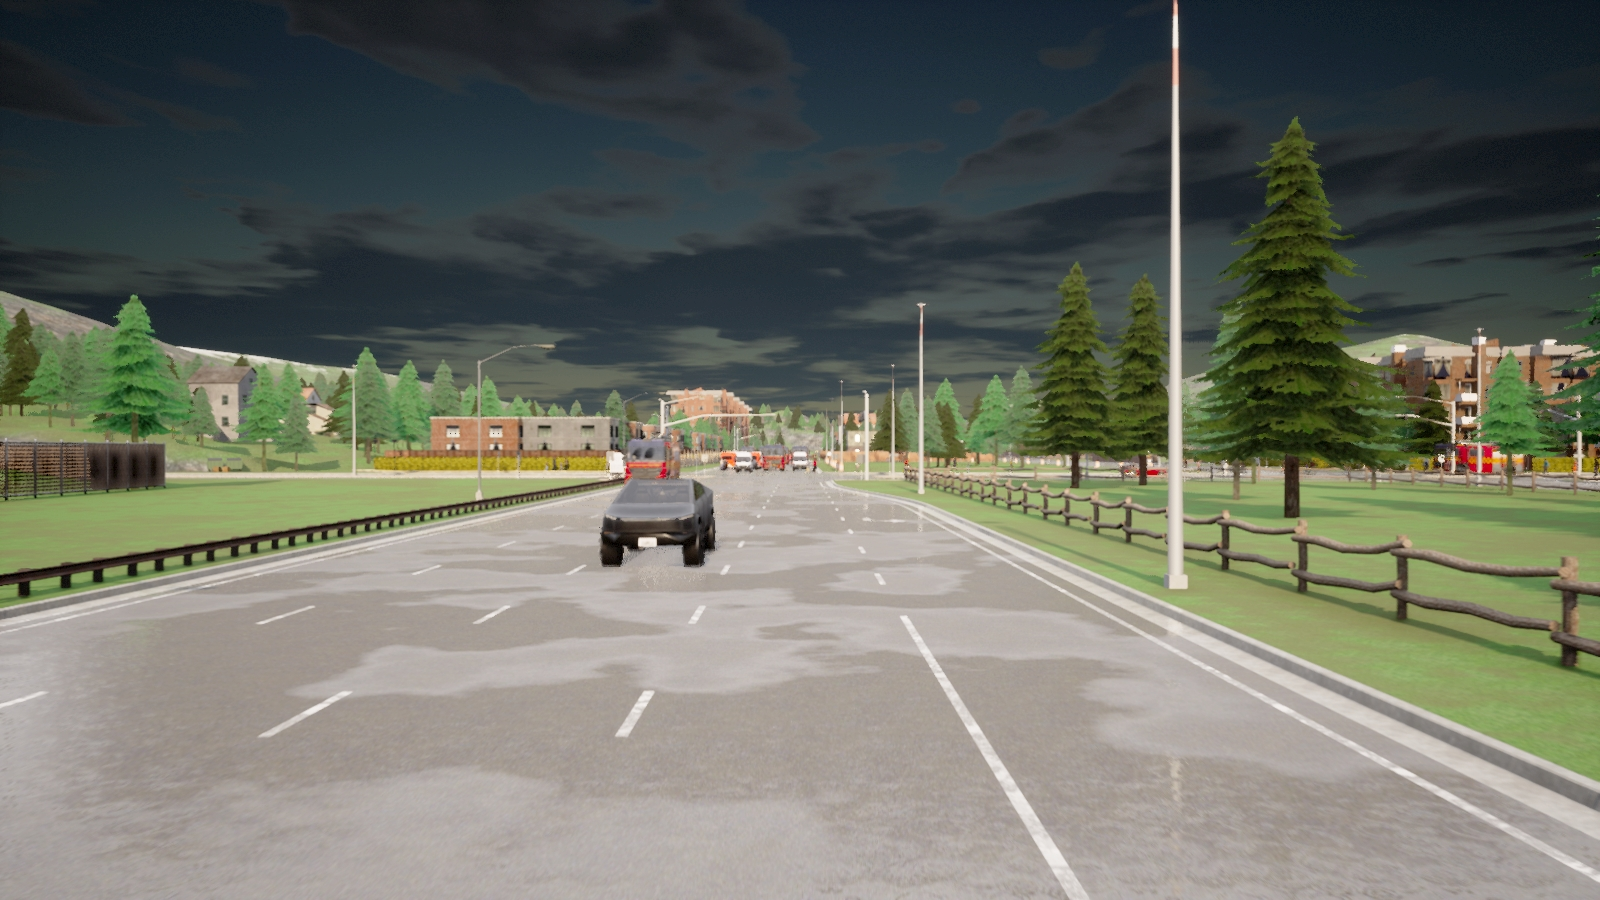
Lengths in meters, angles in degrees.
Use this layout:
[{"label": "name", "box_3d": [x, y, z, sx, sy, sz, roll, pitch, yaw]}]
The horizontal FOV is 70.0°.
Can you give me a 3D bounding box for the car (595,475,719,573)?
[{"label": "car", "box_3d": [-3.504, 1.766, 29.363, 2.390, 2.098, 6.274, 0, 0, 0]}]
